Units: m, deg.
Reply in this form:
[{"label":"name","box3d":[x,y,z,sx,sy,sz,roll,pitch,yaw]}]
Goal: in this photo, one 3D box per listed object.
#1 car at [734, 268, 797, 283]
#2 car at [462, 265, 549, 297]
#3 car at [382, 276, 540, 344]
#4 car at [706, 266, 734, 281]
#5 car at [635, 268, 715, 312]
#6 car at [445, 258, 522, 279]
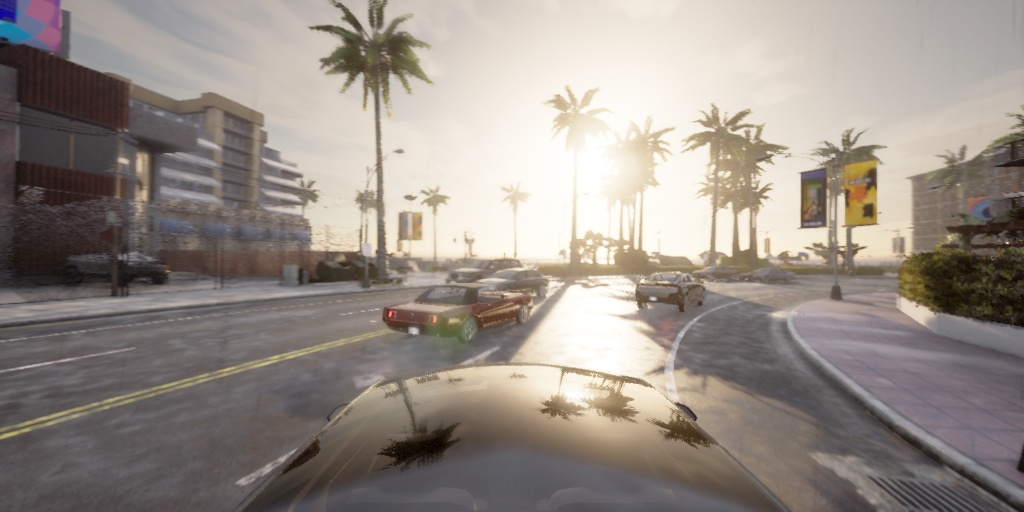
[{"label":"car","box3d":[24.375,1.813,34.127,5.357,1.411,2.033,1,-1,-17]},{"label":"car","box3d":[0.031,1.400,18.237,1.837,1.490,4.892,-1,-1,39]},{"label":"car","box3d":[-1.128,1.413,9.967,1.895,1.301,4.718,0,-1,28]},{"label":"car","box3d":[20.779,1.760,36.640,4.892,1.490,1.837,1,-1,-18]},{"label":"car","box3d":[6.904,1.427,15.406,2.128,1.511,4.902,0,-1,40]},{"label":"car","box3d":[-1.469,1.136,22.017,2.150,2.045,5.566,0,-1,41]}]
